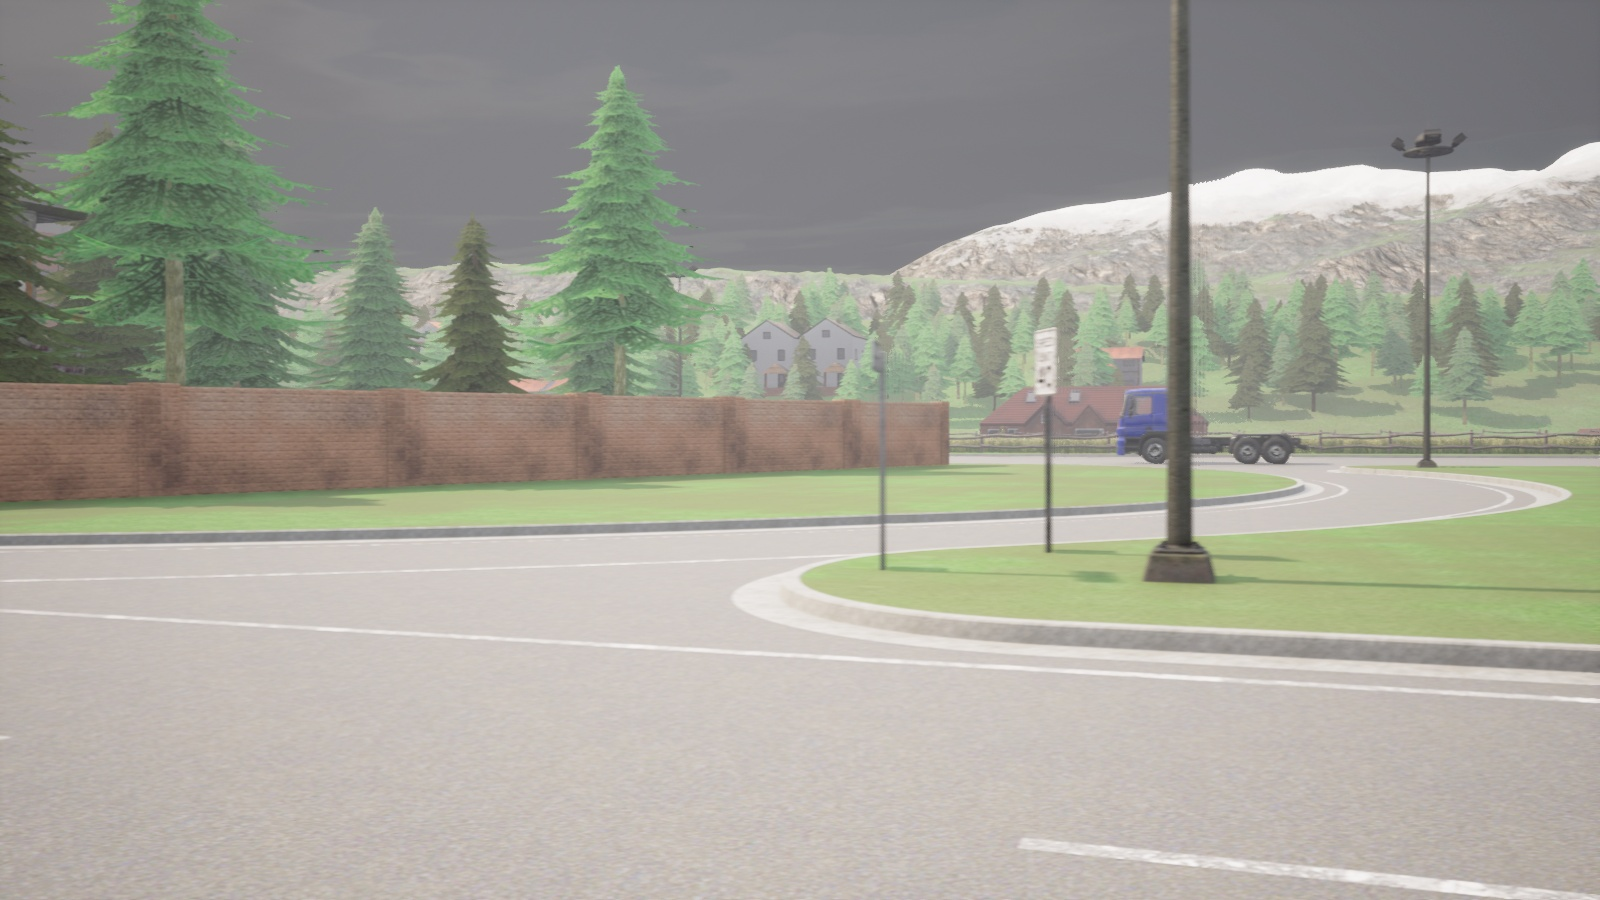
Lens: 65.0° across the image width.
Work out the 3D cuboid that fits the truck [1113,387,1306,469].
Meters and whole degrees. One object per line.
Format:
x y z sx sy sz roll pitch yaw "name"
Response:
18.102 -0.981 55.786 7.936 3.462 2.891 1 1 19 "truck"
